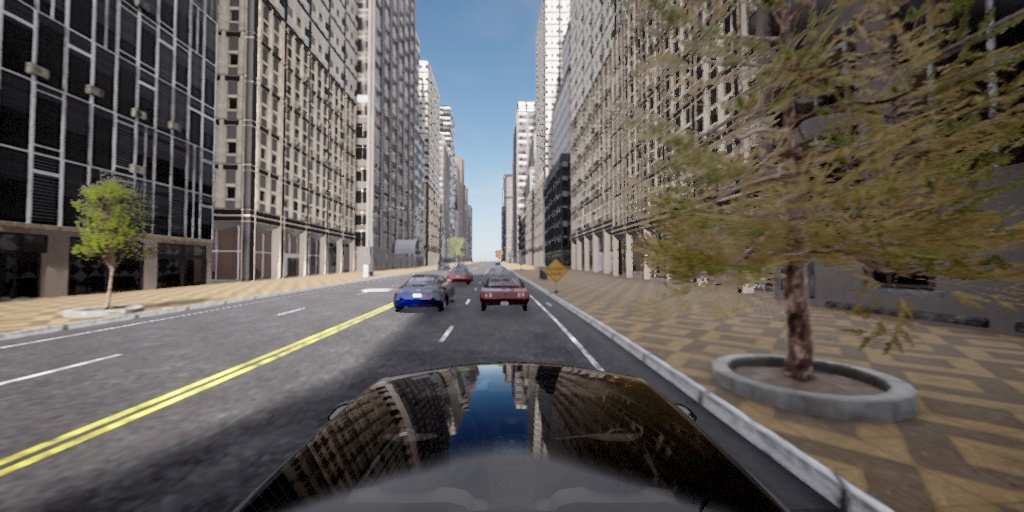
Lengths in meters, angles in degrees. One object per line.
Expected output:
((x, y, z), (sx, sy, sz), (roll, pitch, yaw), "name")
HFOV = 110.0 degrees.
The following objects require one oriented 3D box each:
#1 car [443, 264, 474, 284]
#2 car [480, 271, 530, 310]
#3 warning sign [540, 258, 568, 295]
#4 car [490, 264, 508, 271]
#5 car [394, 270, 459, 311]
((-4.371, 1.625, 30.524), (1.994, 1.385, 4.181), (0, -1, -2), "car")
((-0.359, 1.499, 15.470), (1.895, 1.301, 4.718), (0, -1, -2), "car")
((2.313, 1.050, 18.687), (1.300, 1.860, 1.060), (0, 0, -3), "warning sign")
((-1.088, 1.602, 29.727), (2.033, 1.411, 5.357), (0, -1, -3), "car")
((-3.607, 1.459, 15.385), (1.994, 1.385, 4.181), (0, -1, -2), "car")
